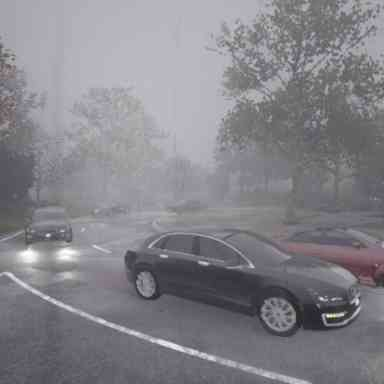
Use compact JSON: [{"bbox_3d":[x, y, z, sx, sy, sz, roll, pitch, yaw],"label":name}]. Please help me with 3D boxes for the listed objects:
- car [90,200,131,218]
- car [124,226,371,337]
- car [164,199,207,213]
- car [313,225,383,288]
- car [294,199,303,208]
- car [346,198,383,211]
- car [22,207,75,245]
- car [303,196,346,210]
[{"bbox_3d":[-7.423,1.487,30.780,2.128,1.511,4.902,0,0,19],"label":"car"},{"bbox_3d":[0.696,1.502,6.764,4.892,1.490,1.837,0,0,37],"label":"car"},{"bbox_3d":[-0.563,1.529,36.774,2.033,1.411,5.357,0,0,43],"label":"car"},{"bbox_3d":[3.806,1.557,8.437,4.181,1.385,1.994,0,0,32],"label":"car"},{"bbox_3d":[16.026,1.295,45.189,4.553,1.767,2.097,0,0,9],"label":"car"},{"bbox_3d":[20.779,1.498,40.324,4.892,1.490,1.837,-2,0,29],"label":"car"},{"bbox_3d":[-6.721,1.504,15.772,1.837,1.490,4.892,0,0,-21],"label":"car"},{"bbox_3d":[16.580,1.573,41.866,4.181,1.385,1.994,1,0,13],"label":"car"}]
